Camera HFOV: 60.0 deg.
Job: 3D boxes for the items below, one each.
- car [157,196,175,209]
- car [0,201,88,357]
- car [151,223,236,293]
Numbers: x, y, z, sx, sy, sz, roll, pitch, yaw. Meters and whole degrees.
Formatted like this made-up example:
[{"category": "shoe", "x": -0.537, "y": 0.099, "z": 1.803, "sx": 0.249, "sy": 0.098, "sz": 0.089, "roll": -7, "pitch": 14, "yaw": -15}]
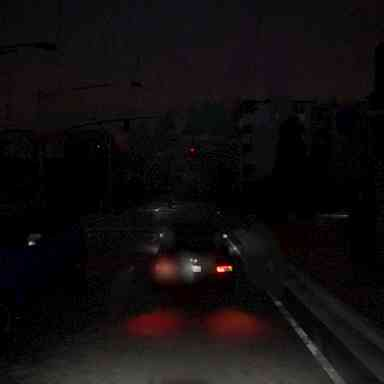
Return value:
[{"category": "car", "x": -3.681, "y": 1.505, "z": 45.605, "sx": 1.837, "sy": 1.490, "sz": 4.892, "roll": 0, "pitch": 0, "yaw": 0}, {"category": "car", "x": -3.647, "y": 1.221, "z": 6.152, "sx": 2.150, "sy": 2.045, "sz": 5.566, "roll": 0, "pitch": 0, "yaw": -1}, {"category": "car", "x": 0.040, "y": 1.547, "z": 9.000, "sx": 2.033, "sy": 1.411, "sz": 5.357, "roll": 0, "pitch": 0, "yaw": 0}]
